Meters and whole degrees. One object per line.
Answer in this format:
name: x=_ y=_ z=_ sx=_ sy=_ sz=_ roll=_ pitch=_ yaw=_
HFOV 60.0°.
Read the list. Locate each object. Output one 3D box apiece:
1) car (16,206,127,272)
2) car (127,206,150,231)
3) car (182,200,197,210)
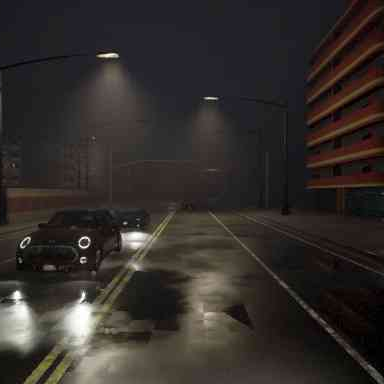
car: x=-3.690 y=1.352 z=10.776 sx=2.097 sy=1.767 sz=4.553 roll=0 pitch=0 yaw=-1
car: x=-3.739 y=1.564 z=20.594 sx=1.994 sy=1.385 sz=4.181 roll=0 pitch=0 yaw=0
car: x=-0.338 y=1.601 z=41.776 sx=1.895 sy=1.301 sz=4.718 roll=0 pitch=0 yaw=-2
